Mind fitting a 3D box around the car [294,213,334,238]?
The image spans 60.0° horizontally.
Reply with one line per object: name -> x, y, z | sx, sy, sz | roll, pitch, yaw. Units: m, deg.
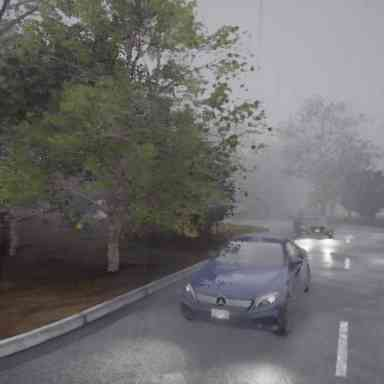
car -> 7.495, 2.027, 20.725 | 1.994, 1.385, 4.181 | 0, -1, 12

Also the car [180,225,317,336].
car -> 1.458, 1.684, 7.283 | 1.812, 1.442, 4.674 | -1, -1, 26
